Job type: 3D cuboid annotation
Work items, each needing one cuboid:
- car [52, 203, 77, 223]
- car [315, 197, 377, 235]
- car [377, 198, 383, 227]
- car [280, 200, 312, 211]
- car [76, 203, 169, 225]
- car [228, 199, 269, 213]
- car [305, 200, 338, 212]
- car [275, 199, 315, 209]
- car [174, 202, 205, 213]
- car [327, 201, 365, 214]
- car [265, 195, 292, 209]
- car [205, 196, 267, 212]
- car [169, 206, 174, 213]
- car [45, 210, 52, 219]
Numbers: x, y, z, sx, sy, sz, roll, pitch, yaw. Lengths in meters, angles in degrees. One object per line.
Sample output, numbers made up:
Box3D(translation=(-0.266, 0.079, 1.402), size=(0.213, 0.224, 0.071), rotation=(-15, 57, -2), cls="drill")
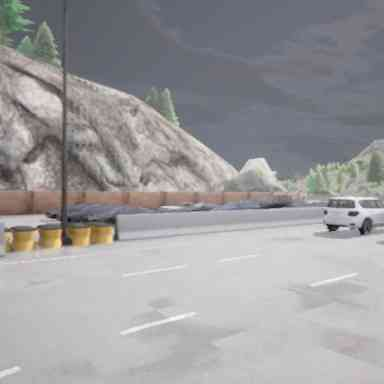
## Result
Box3D(translation=(-7.133, 1.584, 24.677), size=(5.357, 1.411, 2.033), rotation=(0, 0, -36), cls="car")
Box3D(translation=(9.980, 1.305, 19.473), size=(5.566, 2.045, 2.150), rotation=(0, 0, -36), cls="car")
Box3D(translation=(11.731, 1.303, 16.423), size=(5.566, 2.045, 2.150), rotation=(0, 0, -36), cls="car")
Box3D(translation=(13.675, 1.722, 43.801), size=(4.181, 1.385, 1.994), rotation=(0, 0, -38), cls="car")
Box3D(translation=(-4.554, 1.586, 22.218), size=(5.357, 1.411, 2.033), rotation=(0, 0, -35), cls="car")
Box3D(translation=(6.607, 1.625, 38.690), size=(4.892, 1.490, 1.837), rotation=(0, 0, -36), cls="car")
Box3D(translation=(16.125, 1.724, 41.275), size=(4.181, 1.385, 1.994), rotation=(0, 0, -38), cls="car")
Box3D(translation=(10.707, 1.684, 33.016), size=(4.181, 1.385, 1.994), rotation=(0, 0, -36), cls="car")
Box3D(translation=(1.037, 1.605, 30.413), size=(4.674, 1.442, 1.812), rotation=(0, 0, -36), cls="car")
Box3D(translation=(17.697, 1.758, 38.075), size=(4.718, 1.301, 1.895), rotation=(0, 0, -36), cls="car")
Box3D(translation=(8.721, 1.342, 35.898), size=(5.566, 2.045, 2.150), rotation=(0, 0, -36), cls="car")
Box3D(translation=(3.741, 1.435, 28.043), size=(4.553, 1.767, 2.097), rotation=(0, 0, -36), cls="car")
Box3D(translation=(-0.947, 1.681, 33.297), size=(4.718, 1.301, 1.895), rotation=(0, 0, -36), cls="car")
Box3D(translation=(-9.147, 1.584, 27.521), size=(5.357, 1.411, 2.033), rotation=(0, 0, -35), cls="car")
